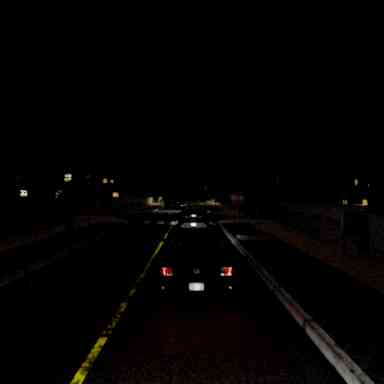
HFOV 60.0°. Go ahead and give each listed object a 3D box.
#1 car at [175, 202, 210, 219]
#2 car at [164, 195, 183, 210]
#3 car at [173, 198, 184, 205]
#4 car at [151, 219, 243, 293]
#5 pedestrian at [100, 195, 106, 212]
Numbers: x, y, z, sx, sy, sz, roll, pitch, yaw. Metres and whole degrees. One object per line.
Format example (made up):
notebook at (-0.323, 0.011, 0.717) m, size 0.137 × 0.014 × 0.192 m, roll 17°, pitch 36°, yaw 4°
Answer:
car at (0.103, 1.603, 21.280) m, size 1.837 × 1.490 × 4.892 m, roll 0°, pitch 0°, yaw 0°
car at (-2.817, 1.478, 48.171) m, size 2.150 × 2.045 × 5.566 m, roll 0°, pitch 0°, yaw 0°
car at (-2.720, 1.911, 67.663) m, size 1.837 × 1.490 × 4.892 m, roll 0°, pitch -1°, yaw 0°
car at (0.100, 1.639, 8.950) m, size 1.895 × 1.301 × 4.718 m, roll 0°, pitch 0°, yaw 0°
pedestrian at (-9.607, 1.198, 35.909) m, size 0.375 × 1.860 × 0.375 m, roll 0°, pitch -2°, yaw 0°
